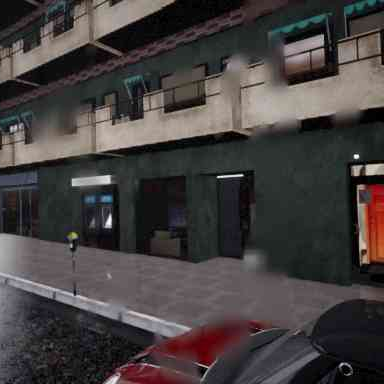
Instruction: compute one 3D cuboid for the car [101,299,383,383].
[{"bbox_3d":[1.125,1.441,1.953,4.097,1.590,1.967,0,-2,36],"label":"car"}]
